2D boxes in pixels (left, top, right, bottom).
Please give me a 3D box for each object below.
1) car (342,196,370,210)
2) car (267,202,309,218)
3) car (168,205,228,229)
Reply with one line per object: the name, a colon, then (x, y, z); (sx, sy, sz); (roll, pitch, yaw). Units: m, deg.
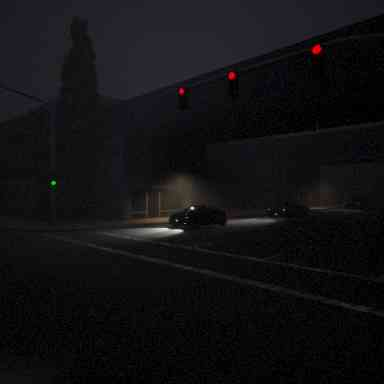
car: (20.993, 1.351, 42.462); (4.553, 1.767, 2.097); (0, 0, -45)
car: (8.752, 1.601, 30.131); (1.895, 1.301, 4.718); (0, 0, 44)
car: (0.469, 1.564, 21.743); (1.994, 1.385, 4.181); (0, 0, 45)
